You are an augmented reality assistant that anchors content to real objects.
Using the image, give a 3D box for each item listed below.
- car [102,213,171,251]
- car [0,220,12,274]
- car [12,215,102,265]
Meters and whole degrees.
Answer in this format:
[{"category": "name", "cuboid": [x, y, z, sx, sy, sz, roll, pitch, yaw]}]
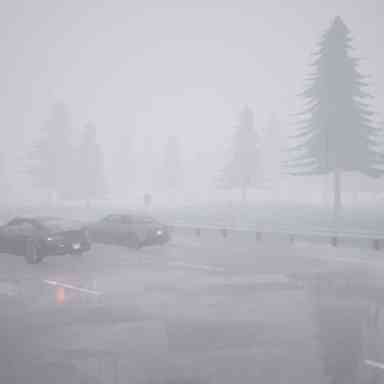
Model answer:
[{"category": "car", "cuboid": [-2.964, 1.577, 14.206, 4.181, 1.385, 1.994, 0, 0, 32]}, {"category": "car", "cuboid": [-6.929, 1.374, 8.422, 4.553, 1.767, 2.097, 0, 0, 32]}, {"category": "car", "cuboid": [-5.590, 1.545, 11.734, 4.674, 1.442, 1.812, 0, 0, 32]}]
